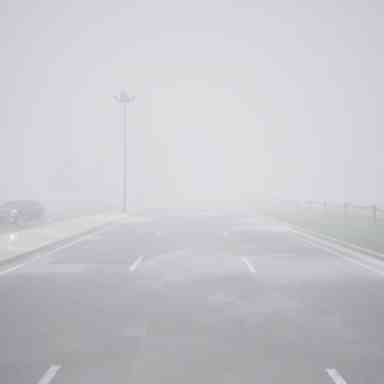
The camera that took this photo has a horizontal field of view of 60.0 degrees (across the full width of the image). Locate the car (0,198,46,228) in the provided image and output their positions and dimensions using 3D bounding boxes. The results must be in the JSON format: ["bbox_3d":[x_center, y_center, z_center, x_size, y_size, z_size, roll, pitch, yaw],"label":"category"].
[{"bbox_3d":[-11.667,1.297,22.246,2.097,1.767,4.553,0,0,1],"label":"car"}]

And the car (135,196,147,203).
[{"bbox_3d":[-10.479,1.508,68.743,2.128,1.511,4.902,0,0,2],"label":"car"}]
